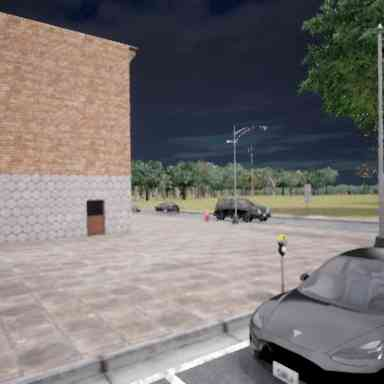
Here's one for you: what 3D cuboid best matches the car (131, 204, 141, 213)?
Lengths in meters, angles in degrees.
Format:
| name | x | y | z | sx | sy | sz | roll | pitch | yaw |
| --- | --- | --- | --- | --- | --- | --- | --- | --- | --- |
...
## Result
| name | x | y | z | sx | sy | sz | roll | pitch | yaw |
| --- | --- | --- | --- | --- | --- | --- | --- | --- | --- |
| car | -8.927 | 2.363 | 47.583 | 1.994 | 1.385 | 4.181 | -1 | -1 | -35 |

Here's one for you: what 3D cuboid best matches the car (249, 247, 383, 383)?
| name | x | y | z | sx | sy | sz | roll | pitch | yaw |
| --- | --- | --- | --- | --- | --- | --- | --- | --- | --- |
| car | 2.757 | 1.551 | 4.787 | 4.313 | 1.339 | 1.947 | 0 | -1 | -35 |

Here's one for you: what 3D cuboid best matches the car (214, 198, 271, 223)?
| name | x | y | z | sx | sy | sz | roll | pitch | yaw |
| --- | --- | --- | --- | --- | --- | --- | --- | --- | --- |
| car | 4.238 | 1.570 | 28.997 | 2.150 | 2.045 | 5.566 | -1 | -1 | -35 |

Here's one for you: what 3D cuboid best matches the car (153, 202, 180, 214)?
| name | x | y | z | sx | sy | sz | roll | pitch | yaw |
| --- | --- | --- | --- | --- | --- | --- | --- | --- | --- |
| car | -3.504 | 2.153 | 44.959 | 1.837 | 1.490 | 4.892 | -1 | -1 | -35 |
